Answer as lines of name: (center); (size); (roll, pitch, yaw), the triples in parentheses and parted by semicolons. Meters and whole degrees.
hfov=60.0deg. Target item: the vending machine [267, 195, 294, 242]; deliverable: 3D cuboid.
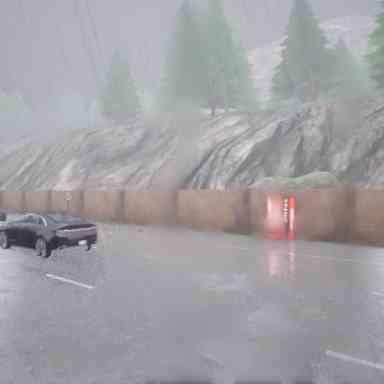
vending machine: (4.200, 1.195, 15.695); (0.880, 2.100, 1.100); (0, 0, 37)

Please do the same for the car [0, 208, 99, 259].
car: (-5.612, 1.491, 12.727); (4.902, 1.511, 2.128); (0, 0, 38)
